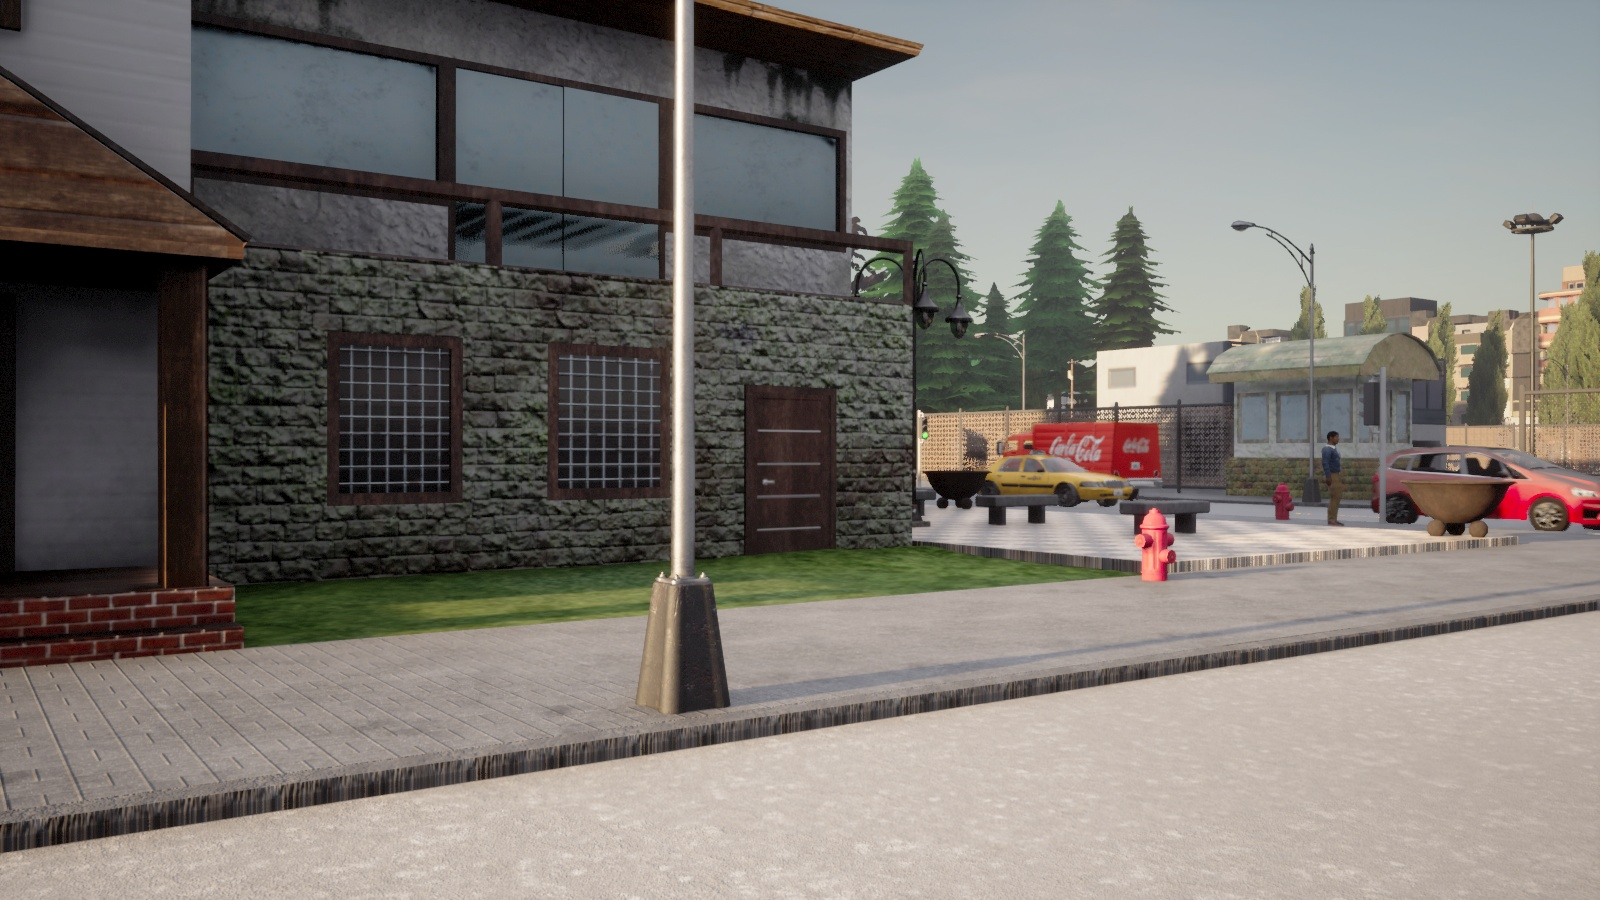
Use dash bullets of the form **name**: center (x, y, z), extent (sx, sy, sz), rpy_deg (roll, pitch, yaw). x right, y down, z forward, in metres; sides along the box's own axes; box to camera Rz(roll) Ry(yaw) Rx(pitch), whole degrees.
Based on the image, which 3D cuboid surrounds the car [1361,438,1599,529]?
- **car**: center (14.152, 0.621, 25.415), extent (2.242, 1.667, 4.611), rpy_deg (0, 0, -35)

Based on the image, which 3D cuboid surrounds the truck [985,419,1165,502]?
- **truck**: center (8.716, 0.337, 40.238), extent (2.627, 2.467, 5.204), rpy_deg (0, 0, -35)

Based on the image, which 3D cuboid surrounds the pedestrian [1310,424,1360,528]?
- **pedestrian**: center (10.221, 0.487, 24.008), extent (0.788, 1.949, 0.423), rpy_deg (0, 0, 39)

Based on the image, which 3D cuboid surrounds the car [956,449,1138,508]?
- **car**: center (6.918, 0.757, 35.819), extent (1.801, 1.575, 5.366), rpy_deg (0, 0, -35)
